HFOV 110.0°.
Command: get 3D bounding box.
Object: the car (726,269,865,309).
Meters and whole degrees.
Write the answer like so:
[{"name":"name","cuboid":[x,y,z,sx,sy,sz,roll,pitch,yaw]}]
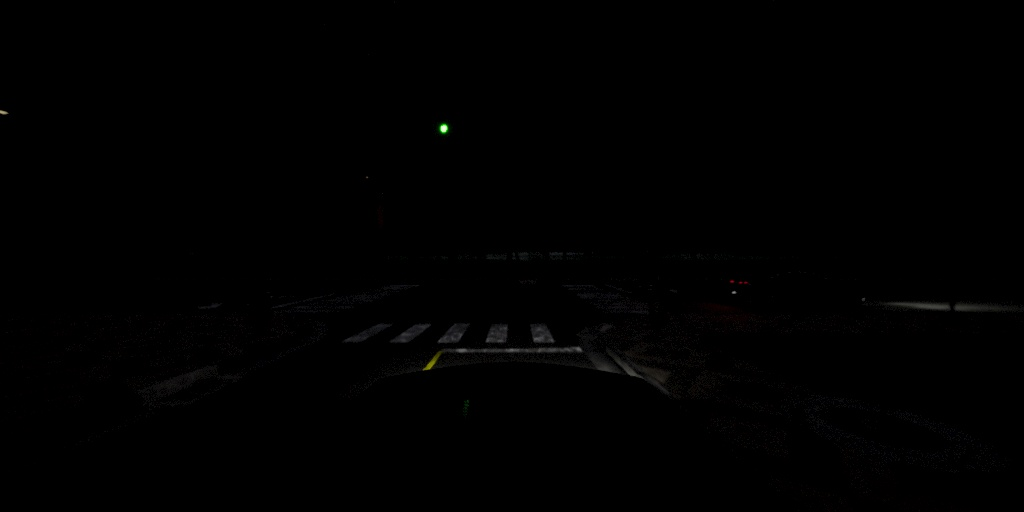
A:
[{"name":"car","cuboid":[11.534,1.294,14.720,4.902,1.511,2.128,0,0,0]}]
